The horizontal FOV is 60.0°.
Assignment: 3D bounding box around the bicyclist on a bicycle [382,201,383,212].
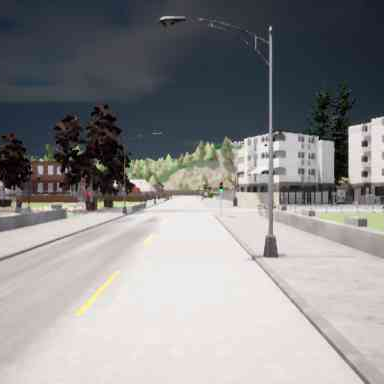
[{"bbox_3d":[20.026,1.326,34.259,0.582,1.620,1.656,0,0,0],"label":"bicyclist on a bicycle"}]
